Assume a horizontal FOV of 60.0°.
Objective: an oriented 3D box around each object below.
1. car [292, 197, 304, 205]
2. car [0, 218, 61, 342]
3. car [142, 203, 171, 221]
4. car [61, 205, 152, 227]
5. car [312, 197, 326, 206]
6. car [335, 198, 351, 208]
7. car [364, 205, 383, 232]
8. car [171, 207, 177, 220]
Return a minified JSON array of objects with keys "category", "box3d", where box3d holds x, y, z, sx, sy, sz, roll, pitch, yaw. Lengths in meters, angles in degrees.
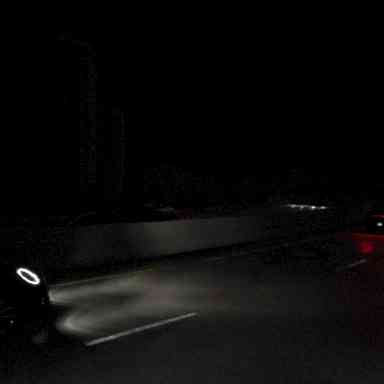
[{"category":"car","box3d":[18.898,1.570,59.264,1.812,1.442,4.674,0,0,20]},{"category":"car","box3d":[-4.615,1.356,4.928,4.553,1.767,2.097,0,0,-35]},{"category":"car","box3d":[-3.841,1.519,19.151,4.892,1.490,1.837,0,0,-42]},{"category":"car","box3d":[-4.471,1.502,14.068,4.902,1.511,2.128,0,0,-39]},{"category":"car","box3d":[20.890,1.545,54.621,1.837,1.490,4.892,0,0,22]},{"category":"car","box3d":[21.408,1.600,47.072,1.994,1.385,4.181,0,0,25]},{"category":"car","box3d":[11.608,1.506,19.457,2.128,1.511,4.902,0,0,42]},{"category":"car","box3d":[-3.150,1.544,24.526,4.674,1.442,1.812,0,0,-45]}]
